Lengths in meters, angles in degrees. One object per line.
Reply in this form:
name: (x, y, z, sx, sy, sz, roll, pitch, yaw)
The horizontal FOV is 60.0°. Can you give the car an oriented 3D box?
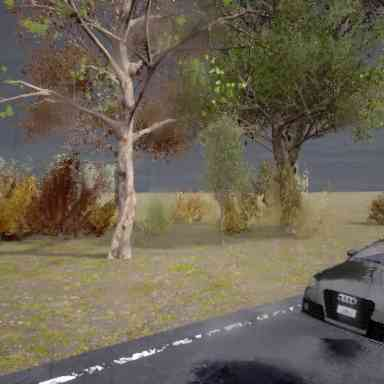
car: (3.927, 1.564, 5.975, 4.181, 1.385, 1.994, 0, 0, -33)
